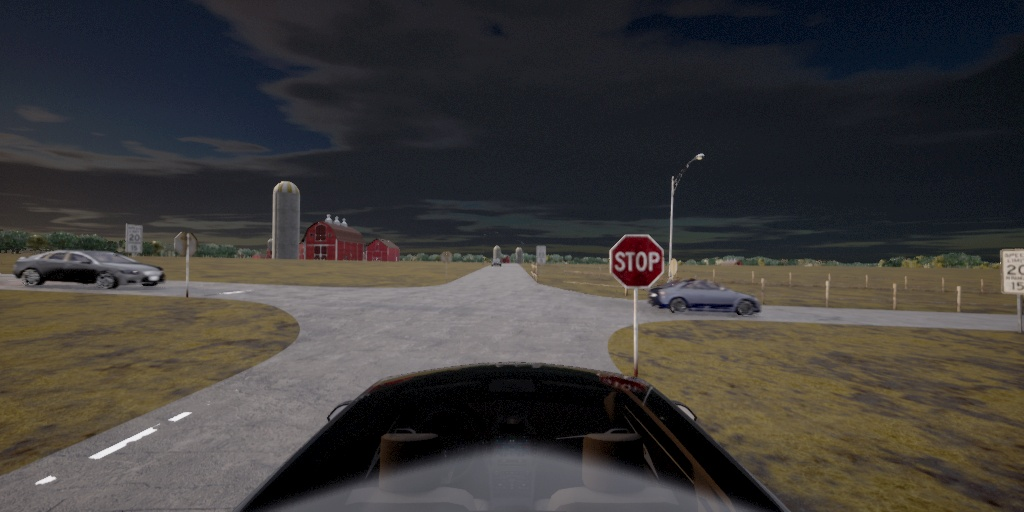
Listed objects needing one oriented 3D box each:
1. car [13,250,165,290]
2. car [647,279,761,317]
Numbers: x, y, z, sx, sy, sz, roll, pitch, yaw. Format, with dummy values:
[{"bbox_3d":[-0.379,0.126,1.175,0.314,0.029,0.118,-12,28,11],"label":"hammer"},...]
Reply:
[{"bbox_3d":[-17.218,0.538,14.781,4.902,1.511,2.128,3,-1,0],"label":"car"},{"bbox_3d":[7.904,1.684,14.977,4.181,1.385,1.994,2,-1,0],"label":"car"}]
